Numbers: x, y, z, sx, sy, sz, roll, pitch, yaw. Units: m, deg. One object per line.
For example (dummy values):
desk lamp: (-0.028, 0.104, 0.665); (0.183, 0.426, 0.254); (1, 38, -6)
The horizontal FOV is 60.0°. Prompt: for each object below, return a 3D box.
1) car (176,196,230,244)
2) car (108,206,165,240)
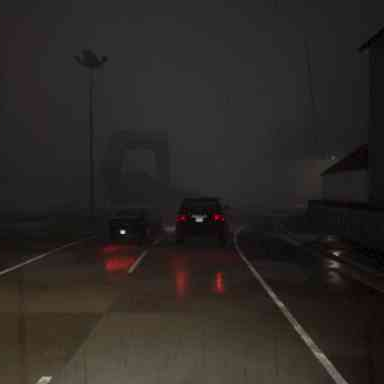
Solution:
car: (0.615, 1.218, 16.026); (2.150, 2.045, 5.566); (0, 0, 7)
car: (-2.688, 1.502, 16.979); (1.837, 1.490, 4.892); (-1, 0, 8)
